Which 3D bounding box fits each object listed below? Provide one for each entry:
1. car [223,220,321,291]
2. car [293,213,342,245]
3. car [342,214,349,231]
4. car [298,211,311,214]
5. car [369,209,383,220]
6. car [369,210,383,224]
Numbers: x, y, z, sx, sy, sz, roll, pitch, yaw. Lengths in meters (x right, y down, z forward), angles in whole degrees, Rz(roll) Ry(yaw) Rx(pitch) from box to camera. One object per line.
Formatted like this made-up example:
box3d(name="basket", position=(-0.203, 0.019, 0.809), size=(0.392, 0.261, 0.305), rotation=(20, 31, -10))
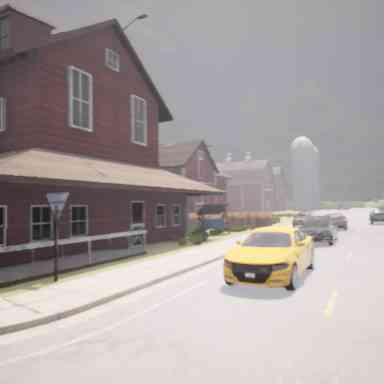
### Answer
box3d(name="car", position=(2.594, 1.856, 10.427), size=(1.882, 1.535, 5.008), rotation=(-3, -3, 28))
box3d(name="car", position=(7.453, 2.191, 19.543), size=(1.837, 1.490, 4.892), rotation=(-3, -3, 28))
box3d(name="car", position=(12.471, 2.567, 28.934), size=(1.994, 1.385, 4.181), rotation=(-3, -3, 28))
box3d(name="car", position=(10.884, 2.634, 32.091), size=(1.816, 1.474, 4.193), rotation=(4, 0, 26))
box3d(name="car", position=(25.044, 3.056, 44.894), size=(1.895, 1.301, 4.718), rotation=(-3, -3, 28))
box3d(name="car", position=(19.913, 2.618, 35.185), size=(2.128, 1.511, 4.902), rotation=(-3, -3, 28))
